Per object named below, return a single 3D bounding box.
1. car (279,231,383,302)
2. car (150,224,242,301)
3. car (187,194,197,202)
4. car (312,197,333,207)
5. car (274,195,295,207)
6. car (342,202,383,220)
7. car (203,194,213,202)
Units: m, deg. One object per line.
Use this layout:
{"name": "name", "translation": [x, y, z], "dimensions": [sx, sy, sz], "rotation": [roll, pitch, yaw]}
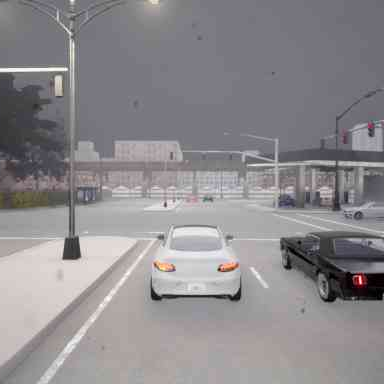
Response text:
{"name": "car", "translation": [3.587, 1.599, 8.178], "dimensions": [1.895, 1.301, 4.718], "rotation": [0, 0, 0]}
{"name": "car", "translation": [0.082, 1.517, 8.194], "dimensions": [1.812, 1.442, 4.674], "rotation": [0, 0, 0]}
{"name": "car", "translation": [-0.001, 1.250, 72.381], "dimensions": [2.097, 1.767, 4.553], "rotation": [0, 0, 0]}
{"name": "car", "translation": [18.955, 1.434, 48.500], "dimensions": [1.970, 1.475, 3.806], "rotation": [0, 0, 0]}
{"name": "car", "translation": [13.210, 1.262, 47.737], "dimensions": [2.242, 1.667, 4.611], "rotation": [0, 0, 0]}
{"name": "car", "translation": [14.887, 1.523, 27.554], "dimensions": [4.674, 1.442, 1.812], "rotation": [0, 0, -1]}
{"name": "car", "translation": [3.499, 1.257, 72.381], "dimensions": [2.097, 1.767, 4.553], "rotation": [0, 0, 0]}
